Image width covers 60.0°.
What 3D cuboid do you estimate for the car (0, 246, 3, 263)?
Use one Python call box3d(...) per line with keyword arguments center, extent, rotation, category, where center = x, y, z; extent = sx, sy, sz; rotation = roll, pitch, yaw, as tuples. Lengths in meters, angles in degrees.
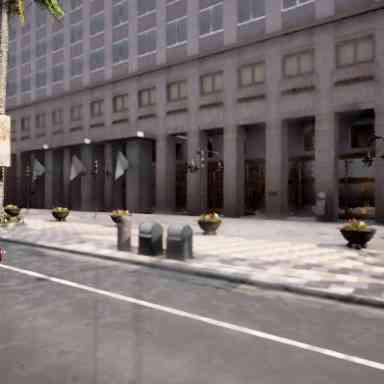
box3d(center=(-7.260, 1.596, 9.163), extent=(4.718, 1.301, 1.895), rotation=(0, 0, 36), category="car")
